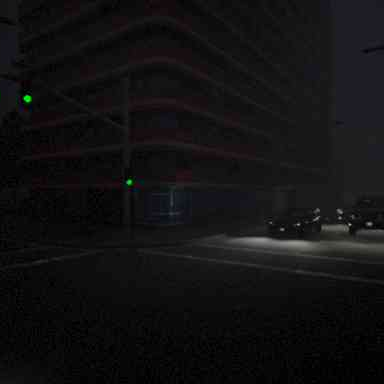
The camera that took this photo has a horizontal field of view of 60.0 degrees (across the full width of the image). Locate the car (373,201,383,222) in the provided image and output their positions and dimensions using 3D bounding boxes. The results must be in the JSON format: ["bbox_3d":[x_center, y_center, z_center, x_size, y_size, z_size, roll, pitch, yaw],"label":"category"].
[{"bbox_3d":[16.217,1.508,27.047,2.128,1.511,4.902,0,0,35],"label":"car"}]

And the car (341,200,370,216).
[{"bbox_3d":[16.711,1.604,33.814,1.994,1.385,4.181,0,0,35],"label":"car"}]

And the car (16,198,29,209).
[{"bbox_3d":[-22.620,1.607,47.395,2.097,1.767,4.553,0,0,36],"label":"car"}]

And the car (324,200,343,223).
[{"bbox_3d":[10.972,1.392,25.689,2.097,1.767,4.553,0,0,35],"label":"car"}]

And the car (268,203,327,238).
[{"bbox_3d":[5.785,1.565,18.333,1.812,1.442,4.674,0,0,35],"label":"car"}]

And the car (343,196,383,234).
[{"bbox_3d":[10.399,1.238,18.808,2.150,2.045,5.566,0,0,35],"label":"car"}]

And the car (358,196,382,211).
[{"bbox_3d":[22.560,1.392,42.043,2.097,1.767,4.553,0,0,36],"label":"car"}]
